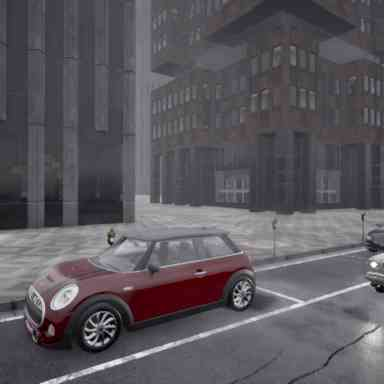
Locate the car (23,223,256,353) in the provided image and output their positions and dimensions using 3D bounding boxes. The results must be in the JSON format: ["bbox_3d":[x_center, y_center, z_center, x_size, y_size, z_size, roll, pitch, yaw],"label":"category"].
[{"bbox_3d":[-0.796,1.440,6.077,4.097,1.590,1.967,0,0,-35],"label":"car"}]

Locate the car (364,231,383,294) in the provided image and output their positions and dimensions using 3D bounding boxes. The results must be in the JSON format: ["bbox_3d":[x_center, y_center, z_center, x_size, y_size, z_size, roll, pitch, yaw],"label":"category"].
[{"bbox_3d":[5.971,1.601,7.615,4.718,1.301,1.895,0,0,-35],"label":"car"}]

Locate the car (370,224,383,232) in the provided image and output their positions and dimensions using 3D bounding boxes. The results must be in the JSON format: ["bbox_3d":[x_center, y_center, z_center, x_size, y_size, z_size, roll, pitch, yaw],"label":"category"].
[{"bbox_3d":[8.213,1.551,12.478,4.403,1.369,2.008,0,0,-35],"label":"car"}]
